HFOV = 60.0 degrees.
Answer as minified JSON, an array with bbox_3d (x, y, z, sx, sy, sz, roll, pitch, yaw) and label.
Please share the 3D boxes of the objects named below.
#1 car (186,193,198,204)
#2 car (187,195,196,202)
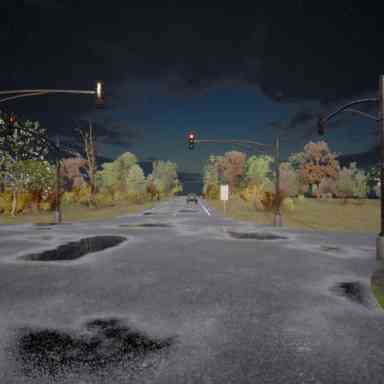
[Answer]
[{"bbox_3d":[-0.012,1.292,67.602,2.150,2.045,5.566,0,0,0],"label":"car"},{"bbox_3d":[-0.014,1.464,77.993,2.033,1.411,5.357,0,0,0],"label":"car"}]
